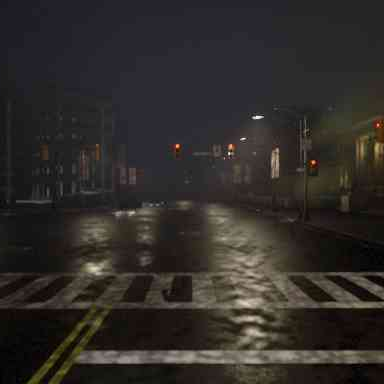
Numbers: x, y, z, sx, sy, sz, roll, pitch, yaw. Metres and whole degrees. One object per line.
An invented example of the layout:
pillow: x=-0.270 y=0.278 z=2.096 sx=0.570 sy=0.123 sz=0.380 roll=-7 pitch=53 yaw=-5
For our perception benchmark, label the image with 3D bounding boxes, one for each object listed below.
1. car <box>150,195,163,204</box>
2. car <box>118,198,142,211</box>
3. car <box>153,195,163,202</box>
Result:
car: x=-7.005 y=1.571 z=64.297 sx=2.033 sy=1.411 sz=5.357 roll=0 pitch=0 yaw=1
car: x=-7.716 y=1.492 z=41.788 sx=1.882 sy=1.535 sz=5.008 roll=0 pitch=0 yaw=8
car: x=-7.595 y=1.505 z=74.662 sx=1.882 sy=1.535 sz=5.008 roll=0 pitch=0 yaw=-10
